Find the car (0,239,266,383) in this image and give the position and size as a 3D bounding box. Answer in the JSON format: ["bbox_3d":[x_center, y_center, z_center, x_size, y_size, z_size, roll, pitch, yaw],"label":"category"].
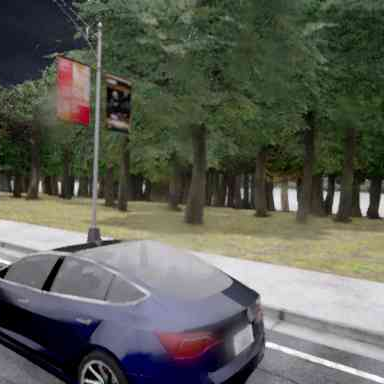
[{"bbox_3d":[-1.400,1.391,4.575,4.792,1.488,2.163,2,1,36],"label":"car"}]
